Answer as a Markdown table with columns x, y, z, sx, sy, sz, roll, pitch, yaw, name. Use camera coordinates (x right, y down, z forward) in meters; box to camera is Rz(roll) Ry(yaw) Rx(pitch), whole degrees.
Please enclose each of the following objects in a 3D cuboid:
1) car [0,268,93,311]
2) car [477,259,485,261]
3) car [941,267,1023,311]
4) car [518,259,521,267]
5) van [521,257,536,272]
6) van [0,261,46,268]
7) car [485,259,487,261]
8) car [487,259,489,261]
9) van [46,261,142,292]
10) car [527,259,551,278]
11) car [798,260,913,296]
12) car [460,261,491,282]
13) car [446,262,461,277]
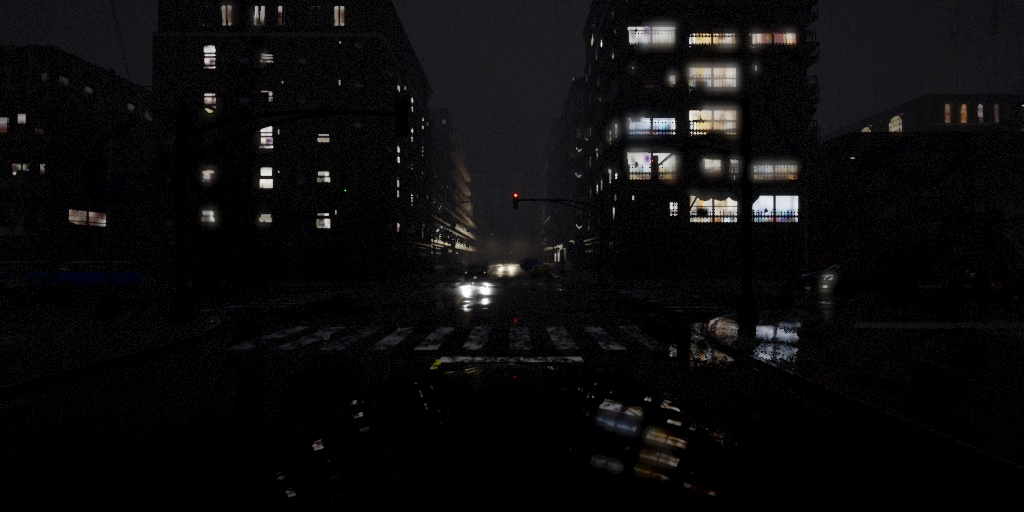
| x | y | z | sx | sy | sz | roll | pitch | yaw | name |
| --- | --- | --- | --- | --- | --- | --- | --- | --- | --- |
| -19.367 | 1.290 | 13.628 | 4.403 | 1.370 | 2.007 | 0 | 0 | 1 | car |
| -5.445 | 1.367 | 52.963 | 1.802 | 1.307 | 4.207 | 0 | 0 | 0 | car |
| 18.660 | 1.103 | 13.132 | 4.097 | 1.591 | 1.967 | 0 | 0 | 1 | car |
| 2.436 | 1.100 | 53.041 | 2.192 | 1.841 | 5.009 | 0 | 0 | 0 | car |
| 2.483 | 1.119 | 47.388 | 1.690 | 1.789 | 3.998 | 0 | 0 | 0 | van |
| -30.452 | 1.201 | 21.653 | 3.998 | 1.789 | 1.690 | 0 | 0 | 1 | van |
| -5.459 | 1.318 | 58.451 | 1.751 | 1.417 | 4.829 | 0 | 0 | 0 | car |
| -5.473 | 1.382 | 64.279 | 1.802 | 1.307 | 4.207 | 0 | 0 | 0 | car |
| -24.858 | 1.191 | 21.580 | 3.998 | 1.789 | 1.690 | 0 | 0 | 1 | van |
| 2.615 | 1.290 | 33.555 | 1.751 | 1.417 | 4.829 | 0 | 0 | 0 | car |
| 17.606 | 1.086 | 18.572 | 4.553 | 1.767 | 2.097 | 0 | -1 | 1 | car |
| -2.821 | 1.364 | 29.720 | 1.895 | 1.301 | 4.718 | 0 | 0 | 0 | car |
| -5.531 | 1.317 | 35.990 | 2.007 | 1.370 | 4.403 | 0 | 0 | 0 | car |
